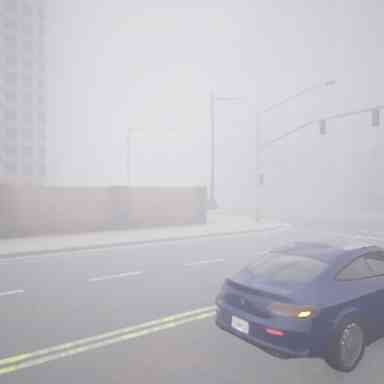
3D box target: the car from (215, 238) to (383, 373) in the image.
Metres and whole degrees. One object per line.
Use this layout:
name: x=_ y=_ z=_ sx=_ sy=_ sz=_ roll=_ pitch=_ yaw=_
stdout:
car: x=2.500 y=1.515 z=5.577 sx=4.674 sy=1.442 sz=1.812 roll=0 pitch=0 yaw=-35

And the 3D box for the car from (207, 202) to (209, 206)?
car: x=0.663 y=1.431 z=41.508 sx=1.882 sy=1.535 sz=5.008 roll=0 pitch=0 yaw=-35
